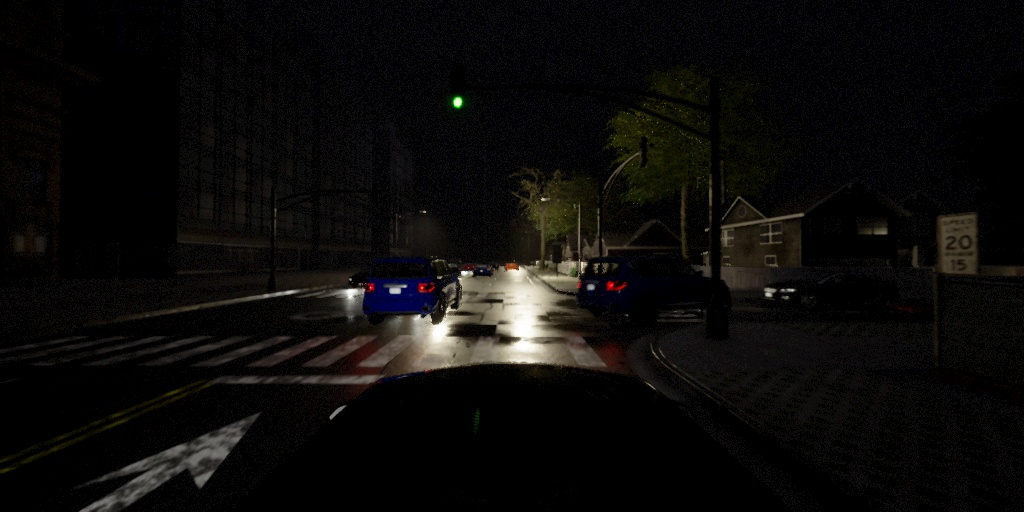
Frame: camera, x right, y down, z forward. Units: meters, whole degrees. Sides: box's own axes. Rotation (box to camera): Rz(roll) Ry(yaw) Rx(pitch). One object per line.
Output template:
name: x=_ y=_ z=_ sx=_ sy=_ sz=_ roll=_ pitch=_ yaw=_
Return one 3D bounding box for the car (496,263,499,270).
car: x=-3.214 y=1.758 z=62.047 sx=1.895 sy=1.301 sz=4.718 roll=0 pitch=0 yaw=1

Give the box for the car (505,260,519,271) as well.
car: x=-0.012 y=1.470 z=56.930 sx=2.097 sy=1.767 sz=4.553 roll=0 pitch=0 yaw=0

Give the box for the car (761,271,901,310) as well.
car: x=13.233 y=1.374 z=15.061 sx=4.902 sy=1.511 sz=2.128 roll=0 pitch=-1 yaw=0

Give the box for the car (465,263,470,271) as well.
car: x=-6.556 y=1.716 z=56.569 sx=1.895 sy=1.301 sz=4.718 roll=0 pitch=0 yaw=1

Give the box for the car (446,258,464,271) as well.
car: x=-9.763 y=1.396 z=61.543 sx=2.150 sy=2.045 sz=5.566 roll=0 pitch=0 yaw=0

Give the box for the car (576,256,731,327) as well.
car: x=4.751 y=1.041 z=11.932 sx=5.566 sy=2.045 sz=2.150 roll=0 pitch=-3 yaw=-27

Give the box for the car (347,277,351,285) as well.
car: x=-9.853 y=1.447 z=25.911 sx=2.033 sy=1.411 sz=5.357 roll=0 pitch=0 yaw=0

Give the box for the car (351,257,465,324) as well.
car: x=-3.154 y=1.037 z=12.368 sx=2.150 sy=2.045 sz=5.566 roll=0 pitch=0 yaw=0

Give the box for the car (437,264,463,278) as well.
car: x=-6.596 y=1.549 z=38.485 sx=1.994 sy=1.385 sz=4.181 roll=0 pitch=0 yaw=0

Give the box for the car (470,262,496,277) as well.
car: x=-3.158 y=1.556 z=39.461 sx=1.994 sy=1.385 sz=4.181 roll=0 pitch=0 yaw=0
